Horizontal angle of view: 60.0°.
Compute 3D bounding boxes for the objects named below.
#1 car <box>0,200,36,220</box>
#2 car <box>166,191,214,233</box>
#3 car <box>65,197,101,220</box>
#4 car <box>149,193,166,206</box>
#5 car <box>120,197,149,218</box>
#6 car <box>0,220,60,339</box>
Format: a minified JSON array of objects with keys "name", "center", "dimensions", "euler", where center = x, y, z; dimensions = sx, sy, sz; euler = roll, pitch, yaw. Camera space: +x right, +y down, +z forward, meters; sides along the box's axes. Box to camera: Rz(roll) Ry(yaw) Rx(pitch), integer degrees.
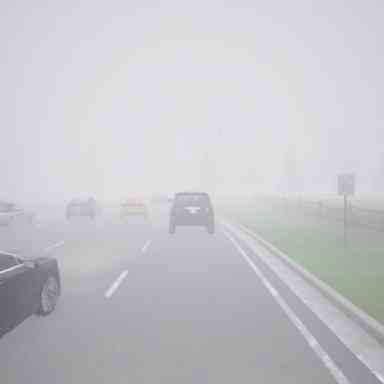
[{"name":"car","center":[-10.720,1.318,19.138],"dimensions":[1.895,1.301,4.718],"euler":[0,1,-4]},{"name":"car","center":[-0.134,0.958,17.843],"dimensions":[2.150,2.045,5.566],"euler":[0,1,-3]},{"name":"car","center":[-7.771,1.136,24.082],"dimensions":[2.128,1.511,4.902],"euler":[0,1,-7]},{"name":"car","center":[-4.165,0.902,40.962],"dimensions":[1.837,1.490,4.892],"euler":[1,1,-16]},{"name":"car","center":[-4.458,1.098,25.723],"dimensions":[1.882,1.535,5.008],"euler":[0,1,-8]},{"name":"car","center":[-3.402,1.425,4.375],"dimensions":[2.128,1.511,4.902],"euler":[0,1,0]}]
